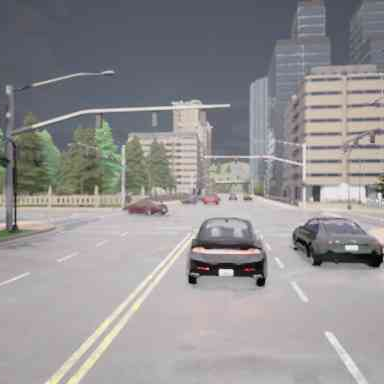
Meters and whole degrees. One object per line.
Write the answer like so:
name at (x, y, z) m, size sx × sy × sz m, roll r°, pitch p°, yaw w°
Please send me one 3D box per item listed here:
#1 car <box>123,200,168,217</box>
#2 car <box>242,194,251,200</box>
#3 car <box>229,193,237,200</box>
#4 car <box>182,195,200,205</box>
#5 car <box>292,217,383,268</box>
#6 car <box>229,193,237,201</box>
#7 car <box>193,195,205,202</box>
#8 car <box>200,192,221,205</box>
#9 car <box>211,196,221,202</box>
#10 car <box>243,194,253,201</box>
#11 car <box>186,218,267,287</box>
car at (-4.311, 1.439, 30.605) m, size 4.674 × 1.442 × 1.812 m, roll 0°, pitch 0°, yaw 36°
car at (14.106, 1.338, 86.146) m, size 2.033 × 1.411 × 5.357 m, roll 0°, pitch 0°, yaw 7°
car at (10.628, 1.147, 86.538) m, size 2.097 × 1.767 × 4.553 m, roll 0°, pitch 0°, yaw 7°
car at (-0.396, 1.422, 54.435) m, size 1.994 × 1.385 × 4.181 m, roll 0°, pitch 0°, yaw 7°
car at (4.719, 1.542, 11.360) m, size 1.994 × 1.385 × 4.181 m, roll 0°, pitch 0°, yaw 6°
car at (9.621, 1.363, 78.259) m, size 1.994 × 1.385 × 4.181 m, roll 0°, pitch 0°, yaw 7°
car at (1.549, 1.374, 69.871) m, size 1.994 × 1.385 × 4.181 m, roll 0°, pitch 0°, yaw 7°
car at (3.116, 1.088, 54.288) m, size 2.150 × 2.045 × 5.566 m, roll 0°, pitch 0°, yaw 7°
car at (5.052, 1.423, 69.685) m, size 1.895 × 1.301 × 4.718 m, roll 0°, pitch 0°, yaw 7°
car at (12.977, 1.414, 76.866) m, size 1.895 × 1.301 × 4.718 m, roll 0°, pitch 0°, yaw 7°
car at (0.974, 1.469, 9.346) m, size 2.128 × 1.511 × 4.902 m, roll 0°, pitch 0°, yaw 6°
